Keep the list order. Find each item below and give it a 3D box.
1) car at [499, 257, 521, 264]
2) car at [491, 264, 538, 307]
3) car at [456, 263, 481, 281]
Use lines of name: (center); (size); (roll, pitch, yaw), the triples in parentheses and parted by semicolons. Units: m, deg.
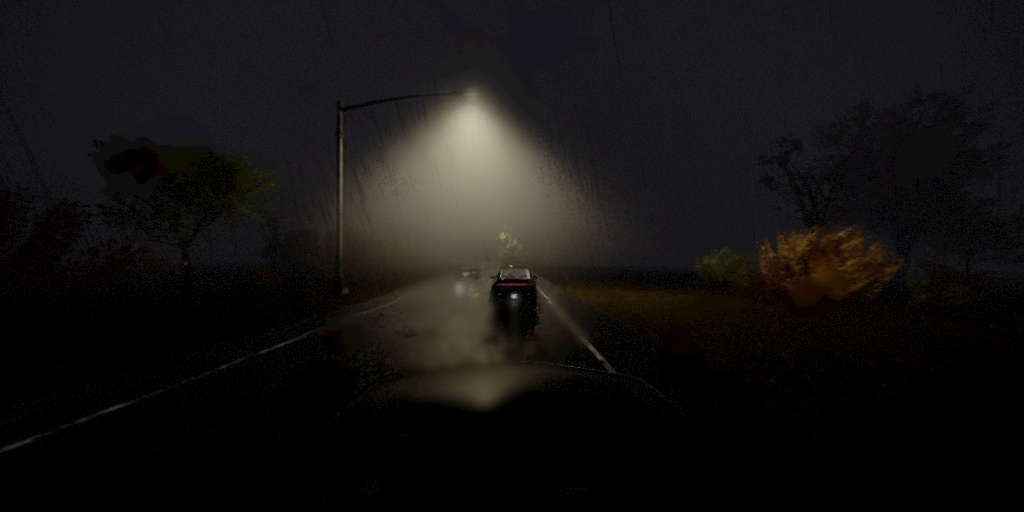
car: (-0.171, 1.099, 37.772); (2.150, 2.045, 5.566); (0, 0, -2)
car: (0.095, 1.295, 15.834); (2.128, 1.511, 4.902); (0, 0, 0)
car: (-3.740, 1.351, 31.432); (2.128, 1.511, 4.902); (0, 0, -1)
